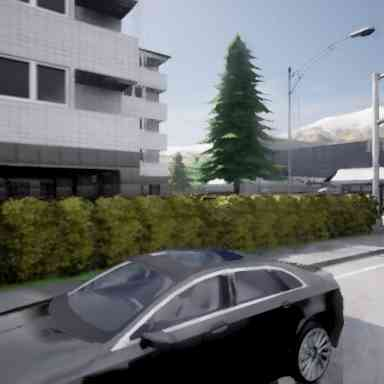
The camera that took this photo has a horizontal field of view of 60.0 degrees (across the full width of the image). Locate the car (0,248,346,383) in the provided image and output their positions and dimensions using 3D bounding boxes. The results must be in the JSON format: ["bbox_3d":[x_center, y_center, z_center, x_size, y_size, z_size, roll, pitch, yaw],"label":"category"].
[{"bbox_3d":[-0.217,1.488,3.813,4.902,1.511,2.128,0,0,-35],"label":"car"}]
